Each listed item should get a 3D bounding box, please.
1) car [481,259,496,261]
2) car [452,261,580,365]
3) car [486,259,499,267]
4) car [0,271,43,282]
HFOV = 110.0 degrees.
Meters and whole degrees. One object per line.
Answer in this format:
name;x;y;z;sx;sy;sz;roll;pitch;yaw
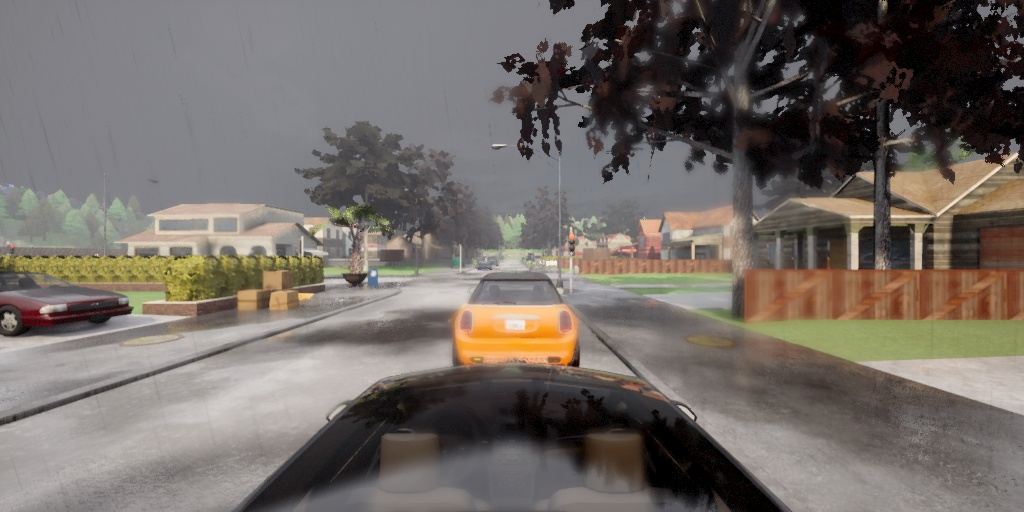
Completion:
car;-3.689;1.293;48.880;2.033;1.411;5.357;0;0;1
car;0.097;1.102;7.737;2.097;1.767;4.553;0;0;1
car;-3.513;1.309;65.148;1.994;1.385;4.181;0;0;1
car;-44.126;1.099;30.816;4.553;1.767;2.097;0;0;1
